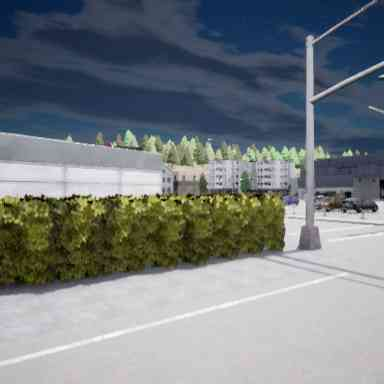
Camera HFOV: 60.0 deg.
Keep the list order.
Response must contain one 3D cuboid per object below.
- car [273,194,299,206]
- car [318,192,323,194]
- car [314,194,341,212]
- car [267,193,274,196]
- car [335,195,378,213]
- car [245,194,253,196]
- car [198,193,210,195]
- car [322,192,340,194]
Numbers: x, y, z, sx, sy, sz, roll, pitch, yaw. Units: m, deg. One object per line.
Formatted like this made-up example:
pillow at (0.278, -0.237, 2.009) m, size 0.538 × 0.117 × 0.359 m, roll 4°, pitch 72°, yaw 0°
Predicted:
car at (14.381, 1.286, 49.883) m, size 3.633 × 1.501 × 1.845 m, roll 0°, pitch 0°, yaw -35°
car at (25.519, 1.045, 65.612) m, size 3.866 × 1.878 × 1.905 m, roll 0°, pitch 0°, yaw -35°
car at (14.873, 1.297, 35.778) m, size 5.027 × 1.636 × 2.152 m, roll 0°, pitch 0°, yaw -35°
car at (18.192, 1.120, 76.101) m, size 5.027 × 1.636 × 2.152 m, roll 0°, pitch 0°, yaw -35°
car at (16.713, 1.306, 33.236) m, size 4.514 × 1.523 × 2.007 m, roll 0°, pitch 0°, yaw -35°
car at (14.252, 1.198, 81.176) m, size 3.806 × 1.475 × 1.970 m, roll 0°, pitch 0°, yaw -35°
car at (2.143, 1.062, 68.719) m, size 4.605 × 1.855 × 1.932 m, roll 0°, pitch 0°, yaw -35°
car at (27.521, 1.066, 63.466) m, size 4.605 × 1.855 × 1.932 m, roll 0°, pitch 0°, yaw -35°
